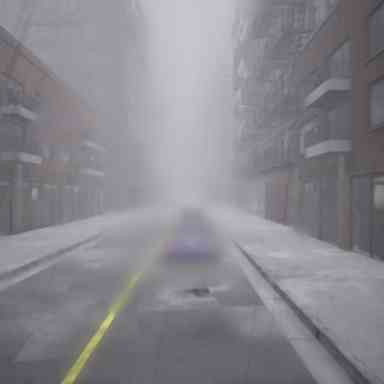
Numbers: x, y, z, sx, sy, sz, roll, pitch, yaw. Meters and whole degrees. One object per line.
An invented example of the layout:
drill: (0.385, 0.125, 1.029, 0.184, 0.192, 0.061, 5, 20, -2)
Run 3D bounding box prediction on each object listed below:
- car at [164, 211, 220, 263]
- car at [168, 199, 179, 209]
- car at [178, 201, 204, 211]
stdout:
car: (0.011, 1.677, 12.510, 2.033, 1.411, 5.357, 0, -1, 0)
car: (-3.010, 1.942, 57.315, 2.097, 1.767, 4.553, 0, 0, 0)
car: (0.034, 1.785, 29.246, 1.882, 1.535, 5.008, 0, 0, 1)
